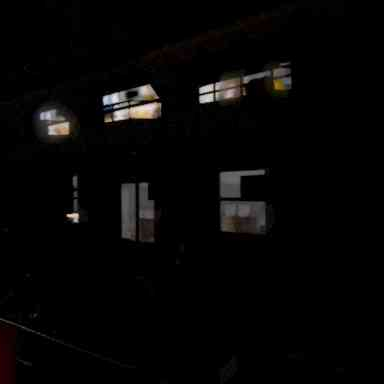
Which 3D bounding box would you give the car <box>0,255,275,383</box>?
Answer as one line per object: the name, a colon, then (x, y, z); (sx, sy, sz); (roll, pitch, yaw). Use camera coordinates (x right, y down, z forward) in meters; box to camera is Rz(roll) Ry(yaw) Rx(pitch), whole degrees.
car: (-1.290, 1.473, 3.795); (4.097, 1.590, 1.967); (-1, 0, 35)
